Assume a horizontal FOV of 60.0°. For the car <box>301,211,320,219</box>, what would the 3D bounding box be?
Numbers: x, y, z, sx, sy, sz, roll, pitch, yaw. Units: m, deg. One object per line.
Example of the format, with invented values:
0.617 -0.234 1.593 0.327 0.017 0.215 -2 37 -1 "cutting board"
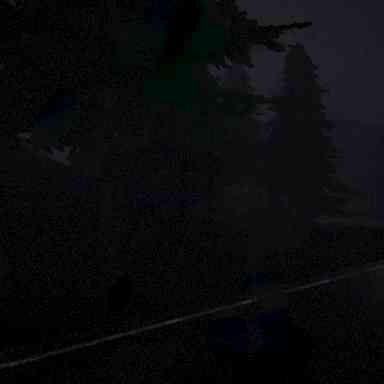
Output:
8.611 1.488 28.626 1.837 1.490 4.892 0 0 -35 "car"
